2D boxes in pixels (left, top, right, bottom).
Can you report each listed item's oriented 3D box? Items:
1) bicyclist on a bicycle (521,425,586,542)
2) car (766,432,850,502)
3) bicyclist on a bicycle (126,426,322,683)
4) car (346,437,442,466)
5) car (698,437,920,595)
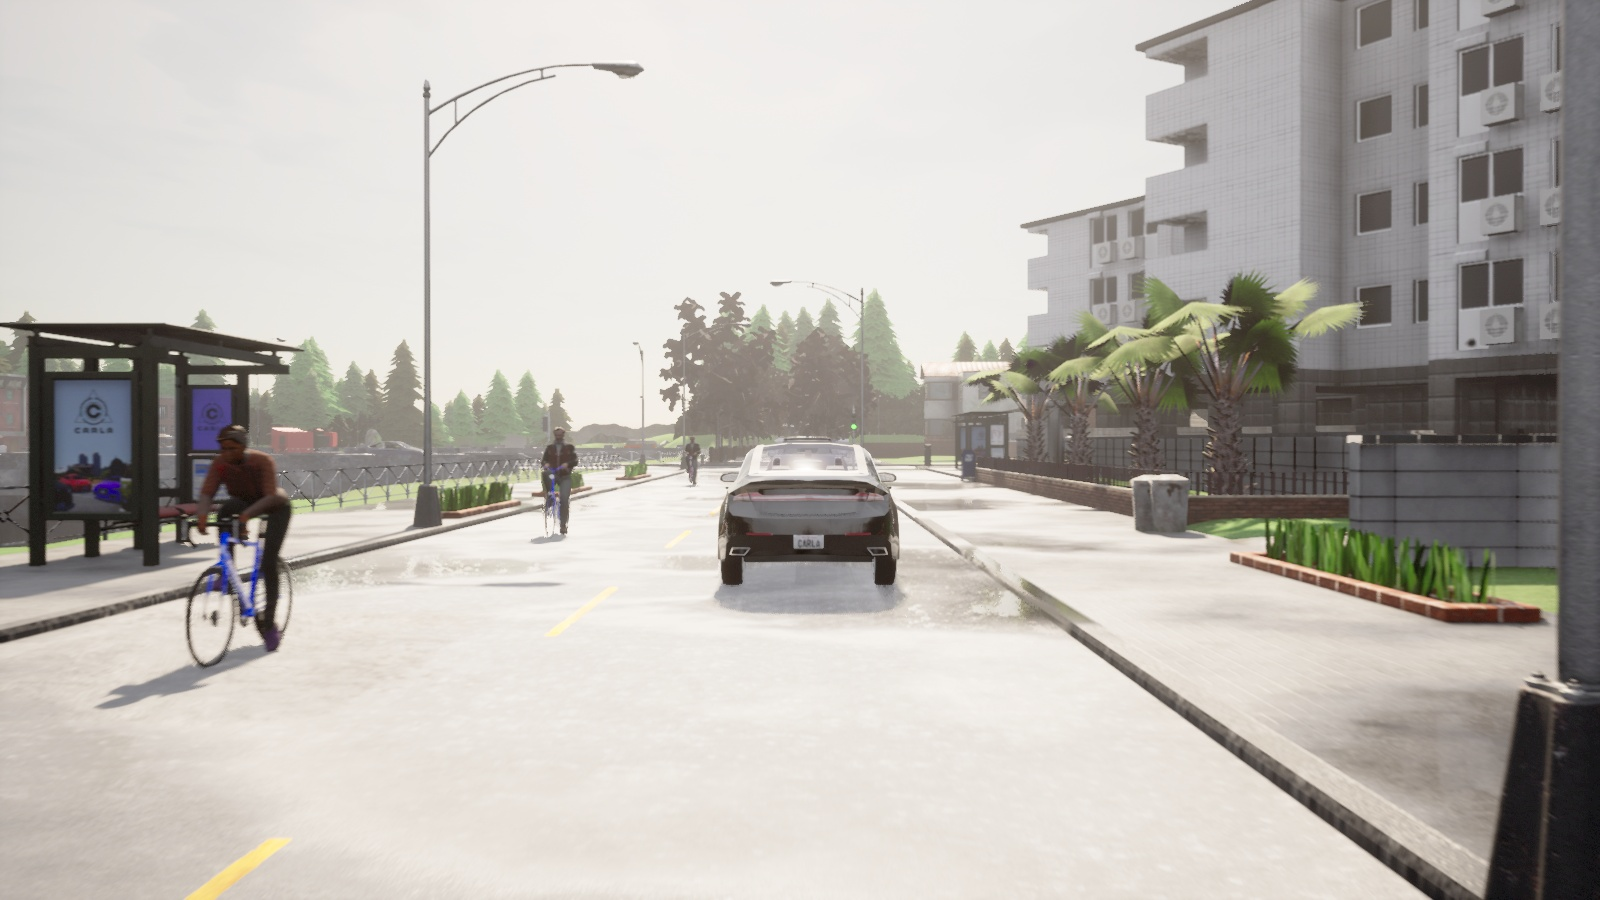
[{"bbox_3d":[-3.873,0.503,19.844,0.659,1.776,1.843,0,0,0],"label":"bicyclist on a bicycle"},{"bbox_3d":[0.204,0.416,33.740,2.097,1.767,4.553,0,0,0],"label":"car"},{"bbox_3d":[-3.934,0.647,8.719,0.582,1.620,1.656,0,1,0],"label":"bicyclist on a bicycle"},{"bbox_3d":[-24.223,0.084,75.113,5.027,1.651,2.152,0,0,0],"label":"car"},{"bbox_3d":[0.097,0.621,14.507,2.128,1.511,4.902,0,0,0],"label":"car"}]
